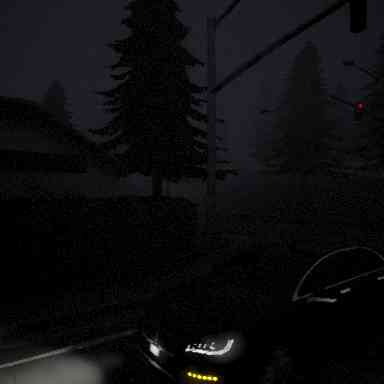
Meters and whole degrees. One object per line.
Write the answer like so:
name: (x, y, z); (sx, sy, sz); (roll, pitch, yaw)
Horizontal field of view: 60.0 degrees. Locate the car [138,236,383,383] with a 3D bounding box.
car: (1.560, 1.505, 5.111); (4.892, 1.490, 1.837); (0, 0, -36)
